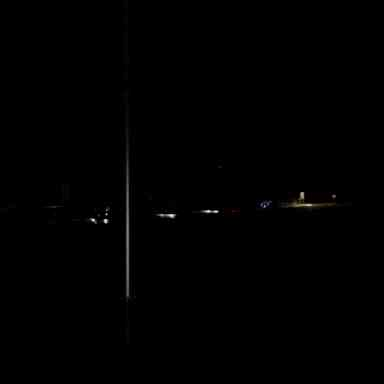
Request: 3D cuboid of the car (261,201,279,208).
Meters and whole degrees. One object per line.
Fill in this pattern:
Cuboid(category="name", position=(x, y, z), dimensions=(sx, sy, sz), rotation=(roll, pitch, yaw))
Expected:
Cuboid(category="car", position=(13.510, 2.131, 57.647), dimensions=(1.895, 1.301, 4.718), rotation=(-1, -1, 35))

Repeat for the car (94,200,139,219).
Cuboid(category="car", position=(-7.353, 1.619, 32.654), dimensions=(2.097, 1.767, 4.553), rotation=(-1, -1, 35))

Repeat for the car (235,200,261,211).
Cuboid(category="car", position=(7.817, 1.932, 49.380), dimensions=(2.128, 1.511, 4.902), rotation=(-1, -1, 35))

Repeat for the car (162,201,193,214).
Cuboid(category="car", position=(-1.667, 1.885, 40.815), dimensions=(1.812, 1.442, 4.674), rotation=(-1, -1, 35))

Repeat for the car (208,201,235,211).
Cuboid(category="car", position=(4.102, 2.014, 49.044), dimensions=(1.994, 1.385, 4.181), rotation=(-1, -1, 35))

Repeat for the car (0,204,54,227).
Cuboid(category="car", position=(-12.872, 1.654, 24.720), dimensions=(1.882, 1.535, 5.008), rotation=(-1, -1, 35))
